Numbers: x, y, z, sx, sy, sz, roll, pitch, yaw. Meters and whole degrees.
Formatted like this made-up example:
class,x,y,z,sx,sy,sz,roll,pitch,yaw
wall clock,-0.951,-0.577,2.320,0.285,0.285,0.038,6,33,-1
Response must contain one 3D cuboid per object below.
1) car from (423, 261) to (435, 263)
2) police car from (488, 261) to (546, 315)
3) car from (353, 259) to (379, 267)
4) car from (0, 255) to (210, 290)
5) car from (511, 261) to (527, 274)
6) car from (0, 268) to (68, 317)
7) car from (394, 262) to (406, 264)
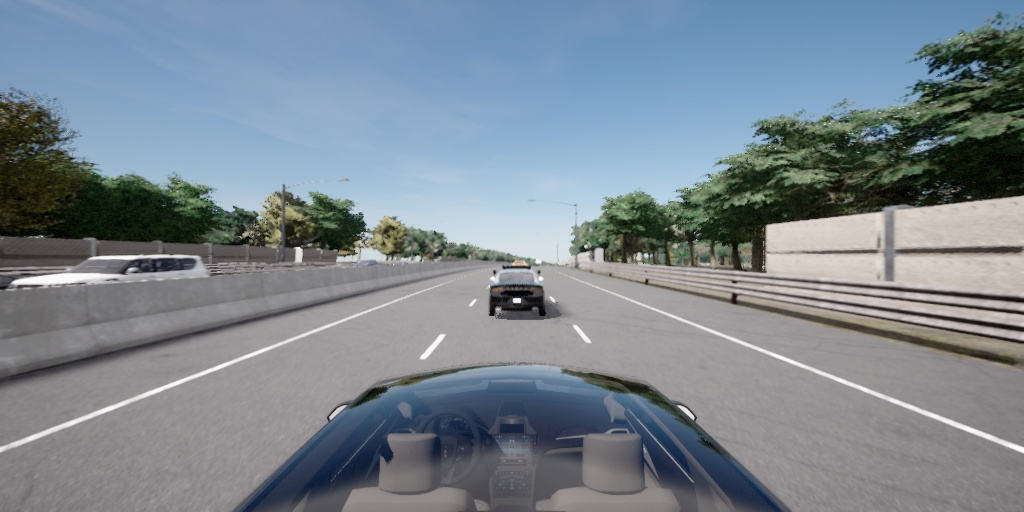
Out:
class,x,y,z,sx,sy,sz,roll,pitch,yaw
car,-12.801,1.495,55.115,1.837,1.490,4.892,0,0,3
police car,0.181,1.167,13.615,1.930,1.638,5.238,0,0,1
car,-20.054,1.277,49.523,2.097,1.767,4.553,0,0,3
car,-14.025,0.961,13.069,2.150,2.045,5.566,0,0,1
car,0.924,1.359,44.573,1.882,1.535,5.008,0,0,2
car,-17.541,1.214,10.885,1.882,1.535,5.008,0,0,1
car,-16.406,1.536,53.111,1.994,1.385,4.181,0,-1,3
